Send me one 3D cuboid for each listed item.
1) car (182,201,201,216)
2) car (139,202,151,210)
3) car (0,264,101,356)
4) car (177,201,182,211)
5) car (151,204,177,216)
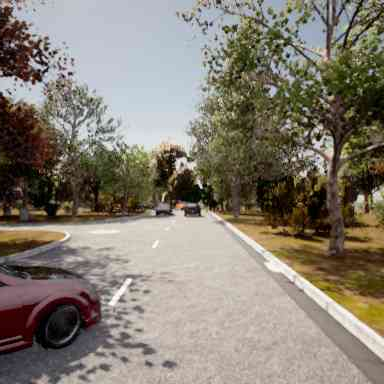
[{"bbox_3d":[0.088,2.046,39.314,1.882,1.535,5.008,0,-1,0],"label":"car"},{"bbox_3d":[-8.909,2.640,60.795,4.902,1.511,2.128,-1,-3,27],"label":"car"},{"bbox_3d":[-3.456,1.578,4.651,4.181,1.385,1.994,0,0,-43],"label":"car"},{"bbox_3d":[-1.403,2.368,56.871,2.097,1.767,4.553,1,-2,-17],"label":"car"},{"bbox_3d":[-3.313,2.138,40.214,2.033,1.411,5.357,0,-1,1],"label":"car"}]
